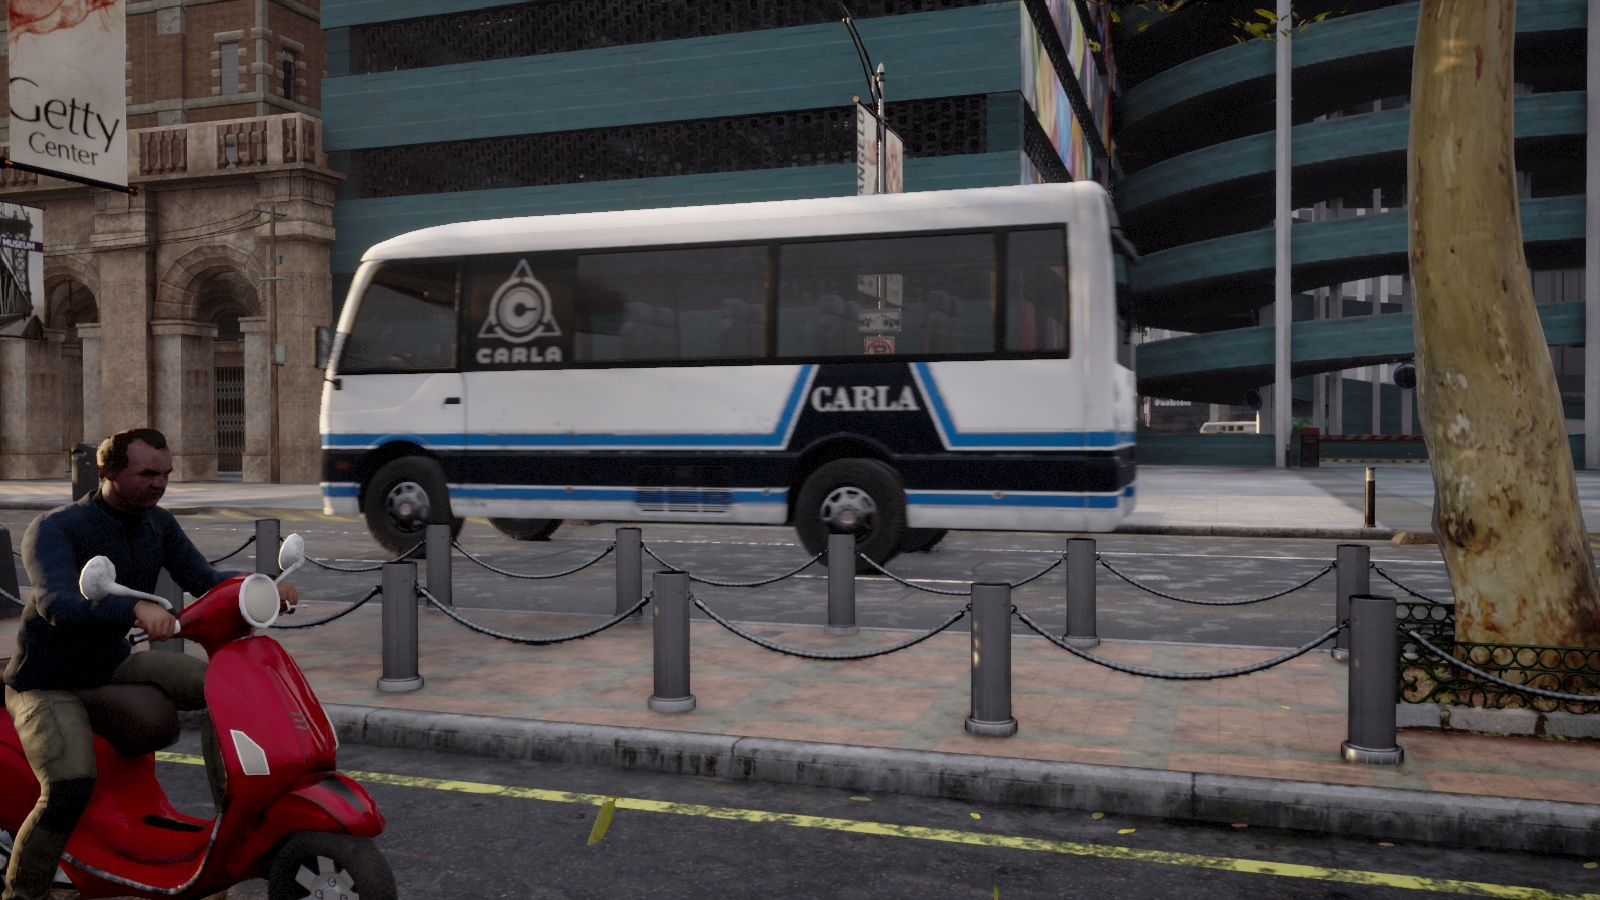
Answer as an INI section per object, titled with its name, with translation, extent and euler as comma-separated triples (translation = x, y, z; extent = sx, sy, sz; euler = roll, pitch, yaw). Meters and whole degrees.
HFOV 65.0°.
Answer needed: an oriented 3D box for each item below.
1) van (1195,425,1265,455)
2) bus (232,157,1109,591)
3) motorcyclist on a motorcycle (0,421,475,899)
[van]
translation = 29.826, -0.703, 87.090
extent = 4.442, 1.987, 1.775
euler = 1, 1, 25
[bus]
translation = -1.562, -0.809, 15.829
extent = 10.273, 4.253, 3.944
euler = 1, 1, 19
[motorcyclist on a motorcycle]
translation = -2.034, 0.710, 3.877
extent = 1.817, 1.590, 0.866
euler = 1, 1, 19
